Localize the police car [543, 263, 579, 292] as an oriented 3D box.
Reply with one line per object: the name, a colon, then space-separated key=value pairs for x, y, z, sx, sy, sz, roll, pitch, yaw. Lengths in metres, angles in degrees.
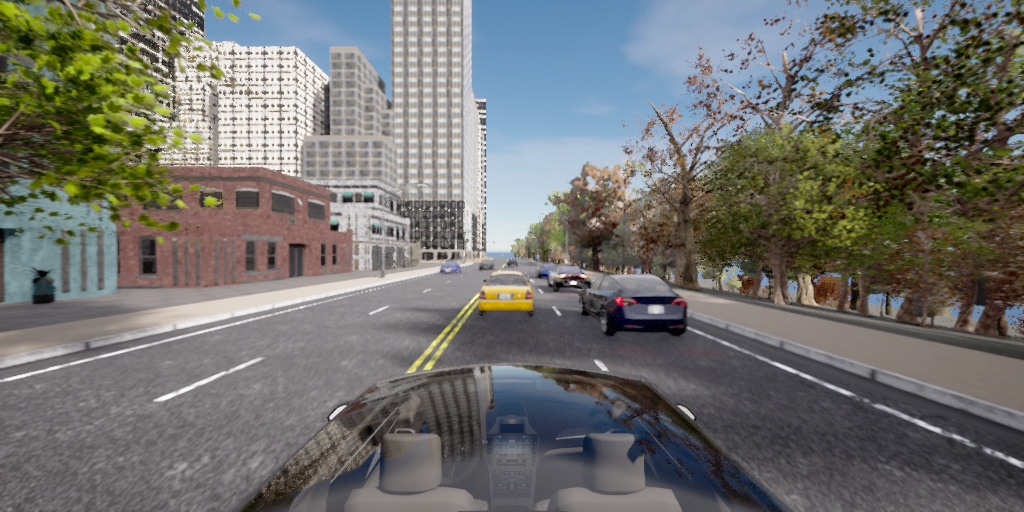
police car: x=3.242 y=1.241 z=21.390 sx=2.038 sy=1.542 sz=4.974 roll=0 pitch=0 yaw=0

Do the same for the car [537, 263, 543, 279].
car: x=3.239 y=1.292 z=32.390 sx=1.994 sy=1.385 sz=4.181 roll=0 pitch=0 yaw=0

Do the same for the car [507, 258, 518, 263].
car: x=0.054 y=1.184 z=63.983 sx=1.837 sy=1.490 sz=4.892 roll=0 pitch=0 yaw=0

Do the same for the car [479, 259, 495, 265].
car: x=-3.334 y=1.188 z=48.257 sx=1.882 sy=1.535 sz=5.008 roll=0 pitch=0 yaw=0

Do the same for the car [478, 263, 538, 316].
car: x=-0.153 y=1.197 z=13.348 sx=1.801 sy=1.575 sz=5.366 roll=0 pitch=0 yaw=1

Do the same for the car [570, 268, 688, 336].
car: x=3.246 y=1.248 z=10.419 sx=2.163 sy=1.488 sz=4.792 roll=0 pitch=0 yaw=0

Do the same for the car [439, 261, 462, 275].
car: x=-6.603 y=1.247 z=39.004 sx=1.812 sy=1.442 sz=4.674 roll=0 pitch=0 yaw=0
